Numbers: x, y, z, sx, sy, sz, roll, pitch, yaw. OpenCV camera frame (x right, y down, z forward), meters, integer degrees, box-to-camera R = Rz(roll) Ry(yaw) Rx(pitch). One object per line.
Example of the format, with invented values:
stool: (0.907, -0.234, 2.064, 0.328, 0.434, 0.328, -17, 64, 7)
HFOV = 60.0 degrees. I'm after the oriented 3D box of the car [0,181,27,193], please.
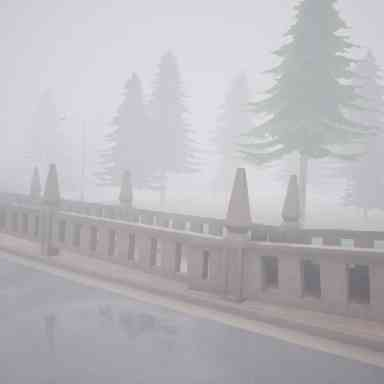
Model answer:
car: (-21.265, -0.476, 37.419, 1.882, 1.535, 5.008, 4, 3, 37)
